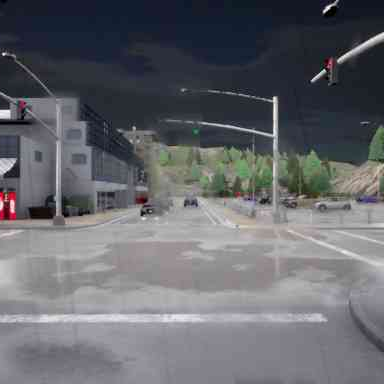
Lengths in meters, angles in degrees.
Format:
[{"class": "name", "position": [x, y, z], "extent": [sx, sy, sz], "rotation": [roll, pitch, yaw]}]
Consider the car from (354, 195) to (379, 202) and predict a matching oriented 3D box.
[{"class": "car", "position": [39.552, 1.377, 75.375], "extent": [4.514, 1.523, 2.007], "rotation": [0, 0, 0]}]

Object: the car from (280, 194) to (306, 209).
[{"class": "car", "position": [13.965, 1.181, 40.953], "extent": [5.027, 1.636, 2.152], "rotation": [0, 0, 0]}]

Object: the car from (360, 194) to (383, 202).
[{"class": "car", "position": [39.620, 1.367, 72.238], "extent": [5.027, 1.636, 2.152], "rotation": [0, 0, 0]}]

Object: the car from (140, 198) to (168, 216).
[{"class": "car", "position": [-3.751, 1.573, 32.041], "extent": [1.994, 1.385, 4.181], "rotation": [0, 0, 0]}]

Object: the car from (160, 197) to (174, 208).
[{"class": "car", "position": [-3.826, 1.541, 50.777], "extent": [1.812, 1.442, 4.674], "rotation": [0, 0, 0]}]

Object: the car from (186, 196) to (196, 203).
[{"class": "car", "position": [-0.257, 1.568, 69.786], "extent": [2.033, 1.411, 5.357], "rotation": [0, 0, 0]}]

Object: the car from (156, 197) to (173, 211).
[{"class": "car", "position": [-3.793, 1.364, 40.656], "extent": [2.097, 1.767, 4.553], "rotation": [0, 0, 0]}]

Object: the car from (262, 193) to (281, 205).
[{"class": "car", "position": [13.901, 1.108, 53.747], "extent": [3.866, 1.878, 1.905], "rotation": [0, 0, 0]}]

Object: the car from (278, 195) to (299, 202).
[{"class": "car", "position": [20.954, 1.421, 72.291], "extent": [3.806, 1.475, 1.970], "rotation": [0, 0, 0]}]

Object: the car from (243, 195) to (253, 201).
[{"class": "car", "position": [13.518, 1.411, 75.234], "extent": [3.633, 1.501, 1.845], "rotation": [0, 0, 0]}]

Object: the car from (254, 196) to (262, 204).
[{"class": "car", "position": [13.474, 1.129, 56.650], "extent": [4.605, 1.855, 1.932], "rotation": [0, 0, 0]}]

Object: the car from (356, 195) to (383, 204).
[{"class": "car", "position": [32.006, 1.353, 60.354], "extent": [3.633, 1.501, 1.845], "rotation": [0, 0, 0]}]

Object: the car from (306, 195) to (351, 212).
[{"class": "car", "position": [14.321, 1.258, 34.537], "extent": [3.806, 1.475, 1.970], "rotation": [0, 0, 0]}]

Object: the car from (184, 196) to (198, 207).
[{"class": "car", "position": [-0.158, 1.367, 52.568], "extent": [2.097, 1.767, 4.553], "rotation": [0, 0, 0]}]
